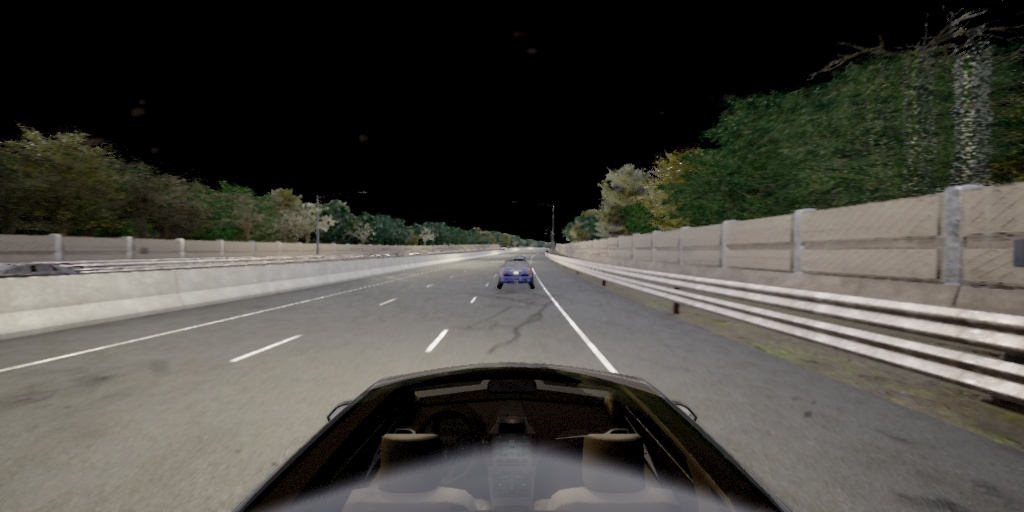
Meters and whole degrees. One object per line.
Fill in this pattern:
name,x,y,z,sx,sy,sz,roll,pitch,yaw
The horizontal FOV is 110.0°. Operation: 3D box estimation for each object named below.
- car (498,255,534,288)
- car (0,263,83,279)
car,0.260,0.950,22.394,2.097,1.767,4.553,0,1,1
car,-24.471,1.107,17.591,1.837,1.490,4.892,0,0,1
